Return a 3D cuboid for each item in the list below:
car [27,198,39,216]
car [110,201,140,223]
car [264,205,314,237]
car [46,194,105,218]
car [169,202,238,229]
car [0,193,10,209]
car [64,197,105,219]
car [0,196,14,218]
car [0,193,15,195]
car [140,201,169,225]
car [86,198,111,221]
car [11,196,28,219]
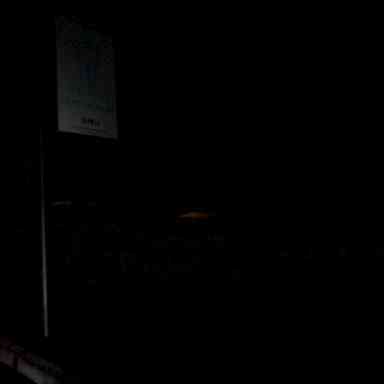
[{"bbox_3d":[-12.370,1.461,31.471,2.231,1.521,4.892,0,0,35],"label":"car"},{"bbox_3d":[-3.314,1.472,25.048,2.231,1.521,4.892,0,0,35],"label":"car"},{"bbox_3d":[5.714,1.512,18.586,2.163,1.488,4.792,0,0,35],"label":"car"},{"bbox_3d":[-10.122,1.211,29.844,2.435,2.045,5.566,0,0,35],"label":"car"},{"bbox_3d":[1.098,1.474,21.675,1.946,1.575,5.366,0,0,35],"label":"car"},{"bbox_3d":[-25.928,1.133,41.152,2.435,2.045,5.566,1,0,35],"label":"car"},{"bbox_3d":[-7.840,1.465,28.264,2.097,1.535,5.008,0,0,35],"label":"car"},{"bbox_3d":[-16.787,1.443,34.845,1.946,1.575,5.366,0,0,35],"label":"car"},{"bbox_3d":[-23.698,1.152,39.497,2.435,2.045,5.566,0,0,35],"label":"car"},{"bbox_3d":[-1.040,1.504,23.458,2.163,1.488,4.792,0,0,35],"label":"car"},{"bbox_3d":[-5.577,1.468,26.655,2.097,1.535,5.008,0,0,35],"label":"car"},{"bbox_3d":[-14.634,1.454,33.081,2.097,1.535,5.008,0,0,35],"label":"car"}]
